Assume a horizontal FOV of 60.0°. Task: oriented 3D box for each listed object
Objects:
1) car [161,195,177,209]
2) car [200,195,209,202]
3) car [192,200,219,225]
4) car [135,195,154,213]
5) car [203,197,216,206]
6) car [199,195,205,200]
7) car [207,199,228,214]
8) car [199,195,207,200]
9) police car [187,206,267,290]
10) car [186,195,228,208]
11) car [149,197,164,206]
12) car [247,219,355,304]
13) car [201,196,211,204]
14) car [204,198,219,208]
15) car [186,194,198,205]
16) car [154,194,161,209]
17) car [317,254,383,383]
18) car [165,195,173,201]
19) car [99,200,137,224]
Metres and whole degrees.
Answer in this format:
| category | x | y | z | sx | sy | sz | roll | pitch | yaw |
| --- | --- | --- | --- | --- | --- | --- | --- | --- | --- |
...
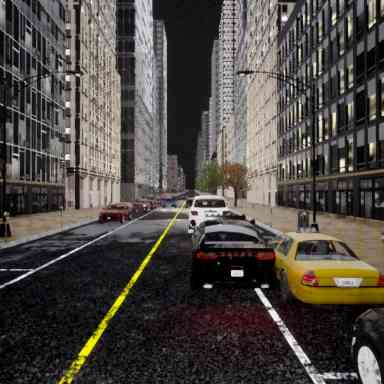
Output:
| category | x | y | z | sx | sy | sz | roll | pitch | yaw |
| --- | --- | --- | --- | --- | --- | --- | --- | --- | --- |
| car | -2.962 | 1.490 | 44.548 | 1.812 | 1.442 | 4.674 | 0 | 0 | 0 |
| car | 2.763 | 1.463 | 75.996 | 1.947 | 1.339 | 4.313 | 1 | 0 | 0 |
| car | 0.921 | 1.466 | 25.136 | 1.882 | 1.535 | 5.008 | 0 | 0 | 0 |
| car | -5.652 | 1.416 | 36.293 | 1.967 | 1.590 | 4.097 | 0 | 0 | 0 |
| car | 2.743 | 1.532 | 53.297 | 1.802 | 1.307 | 4.206 | 1 | 0 | 0 |
| car | 2.778 | 1.430 | 93.019 | 1.802 | 1.307 | 4.206 | 1 | 0 | 0 |
| car | 2.727 | 1.542 | 36.273 | 1.947 | 1.339 | 4.313 | 0 | 0 | 0 |
| car | 2.773 | 1.410 | 87.346 | 1.887 | 1.381 | 4.507 | 1 | 0 | 0 |
| police car | 0.907 | 1.424 | 9.246 | 1.930 | 1.638 | 5.238 | 0 | 0 | 0 |
| car | 0.916 | 1.218 | 19.166 | 2.150 | 2.045 | 5.566 | 0 | 0 | 0 |
| car | -5.638 | 1.532 | 53.318 | 1.802 | 1.307 | 4.206 | 1 | 0 | 0 |
| car | 2.702 | 1.524 | 8.069 | 1.752 | 1.417 | 4.829 | 0 | 0 | 0 |
| car | 2.753 | 1.451 | 64.817 | 1.752 | 1.417 | 4.829 | 1 | 0 | 0 |
| car | 2.737 | 1.542 | 47.622 | 1.802 | 1.307 | 4.206 | 1 | 0 | 0 |
| car | 0.051 | 1.289 | 59.590 | 2.097 | 1.767 | 4.553 | 0 | 0 | 0 |
| car | -5.646 | 1.284 | 41.968 | 2.192 | 1.841 | 5.009 | 0 | 0 | 0 |
| car | 2.697 | 1.551 | 2.222 | 2.008 | 1.369 | 4.403 | 0 | 0 | 0 |
| car | -5.613 | 1.407 | 81.528 | 1.752 | 1.417 | 4.829 | 1 | 0 | 0 |
| car | -5.663 | 1.533 | 24.940 | 1.887 | 1.381 | 4.507 | 0 | 0 | 0 |
